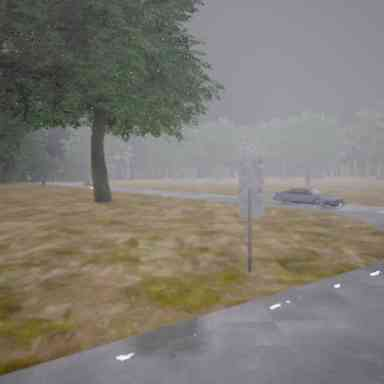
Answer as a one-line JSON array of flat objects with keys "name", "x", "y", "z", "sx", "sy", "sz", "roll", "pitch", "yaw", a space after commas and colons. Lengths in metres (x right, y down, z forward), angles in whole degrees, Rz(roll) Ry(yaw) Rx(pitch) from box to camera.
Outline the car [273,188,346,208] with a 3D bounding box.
[{"name": "car", "x": 8.838, "y": 0.378, "z": 25.510, "sx": 2.033, "sy": 1.411, "sz": 5.357, "roll": 0, "pitch": 2, "yaw": -38}]

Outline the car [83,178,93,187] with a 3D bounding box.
[{"name": "car", "x": -18.131, "y": -1.703, "z": 60.193, "sx": 2.128, "sy": 1.511, "sz": 4.902, "roll": 0, "pitch": 3, "yaw": -36}]
